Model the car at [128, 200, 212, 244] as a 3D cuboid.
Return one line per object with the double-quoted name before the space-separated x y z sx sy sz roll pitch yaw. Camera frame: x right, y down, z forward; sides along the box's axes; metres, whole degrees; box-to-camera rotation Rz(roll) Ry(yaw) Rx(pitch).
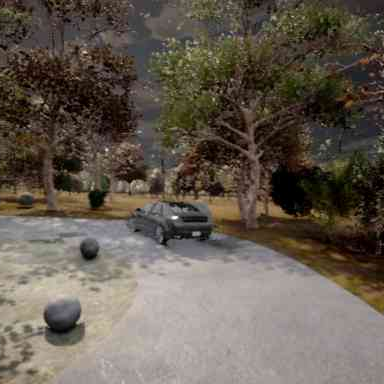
"car" -1.042 1.091 13.556 1.837 1.490 4.892 3 1 -30
